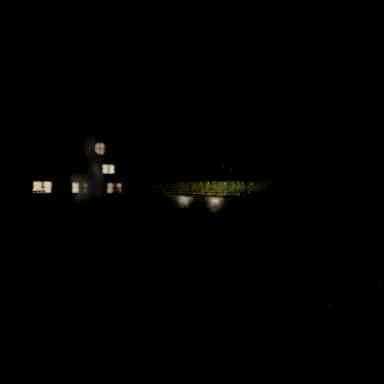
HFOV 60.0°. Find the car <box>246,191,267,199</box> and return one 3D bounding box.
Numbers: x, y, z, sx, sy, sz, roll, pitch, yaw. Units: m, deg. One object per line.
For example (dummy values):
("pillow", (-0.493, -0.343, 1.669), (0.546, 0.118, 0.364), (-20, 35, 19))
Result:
("car", (13.029, 0.654, 67.074), (2.128, 1.511, 4.902), (0, 1, -35))
